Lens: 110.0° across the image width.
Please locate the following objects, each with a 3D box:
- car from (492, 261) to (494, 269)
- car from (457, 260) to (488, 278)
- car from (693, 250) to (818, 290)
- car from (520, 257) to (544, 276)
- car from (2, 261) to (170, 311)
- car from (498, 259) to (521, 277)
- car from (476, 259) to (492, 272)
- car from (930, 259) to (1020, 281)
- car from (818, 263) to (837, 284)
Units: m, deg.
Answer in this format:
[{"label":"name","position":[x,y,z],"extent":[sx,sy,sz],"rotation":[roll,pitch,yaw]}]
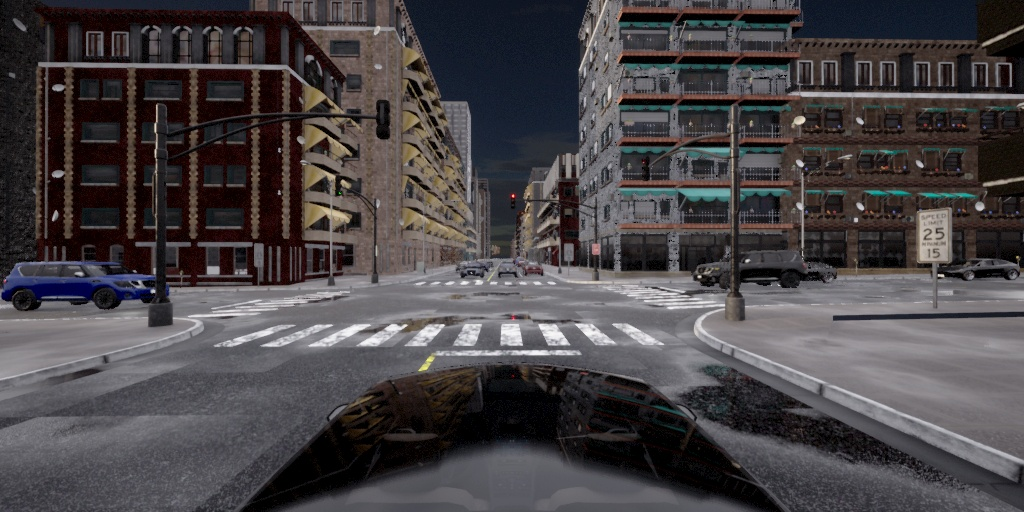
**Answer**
[{"label":"car","position":[-4.012,1.328,58.366],"extent":[1.994,1.385,4.181],"rotation":[0,0,-1]},{"label":"car","position":[-3.619,1.320,33.638],"extent":[1.994,1.385,4.181],"rotation":[0,0,-1]},{"label":"car","position":[13.022,0.739,19.726],"extent":[5.566,2.045,2.150],"rotation":[-1,0,-2]},{"label":"car","position":[2.118,1.197,36.740],"extent":[1.967,1.591,4.097],"rotation":[0,0,-1]},{"label":"car","position":[-18.655,1.243,15.855],"extent":[5.566,2.045,2.150],"rotation":[-1,0,-1]},{"label":"car","position":[-0.464,1.304,36.352],"extent":[2.033,1.411,5.357],"rotation":[0,0,-1]},{"label":"car","position":[-3.796,1.360,44.405],"extent":[1.895,1.301,4.718],"rotation":[0,0,-1]},{"label":"car","position":[29.262,0.832,22.681],"extent":[4.313,1.339,1.948],"rotation":[0,0,-1]},{"label":"car","position":[17.936,1.014,22.564],"extent":[4.313,1.339,1.948],"rotation":[0,0,-1]}]
